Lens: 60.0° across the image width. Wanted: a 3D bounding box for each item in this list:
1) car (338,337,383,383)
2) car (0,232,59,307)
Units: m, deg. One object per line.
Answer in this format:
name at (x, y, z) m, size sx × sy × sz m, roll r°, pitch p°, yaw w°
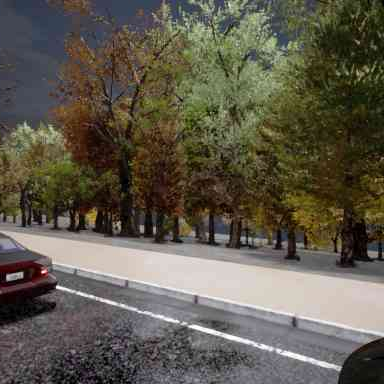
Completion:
car at (3.266, 1.478, 1.339) m, size 5.008 × 1.535 × 1.882 m, roll 0°, pitch 0°, yaw 36°
car at (-5.163, 1.546, 7.397) m, size 5.357 × 1.411 × 2.033 m, roll 0°, pitch 0°, yaw 36°
